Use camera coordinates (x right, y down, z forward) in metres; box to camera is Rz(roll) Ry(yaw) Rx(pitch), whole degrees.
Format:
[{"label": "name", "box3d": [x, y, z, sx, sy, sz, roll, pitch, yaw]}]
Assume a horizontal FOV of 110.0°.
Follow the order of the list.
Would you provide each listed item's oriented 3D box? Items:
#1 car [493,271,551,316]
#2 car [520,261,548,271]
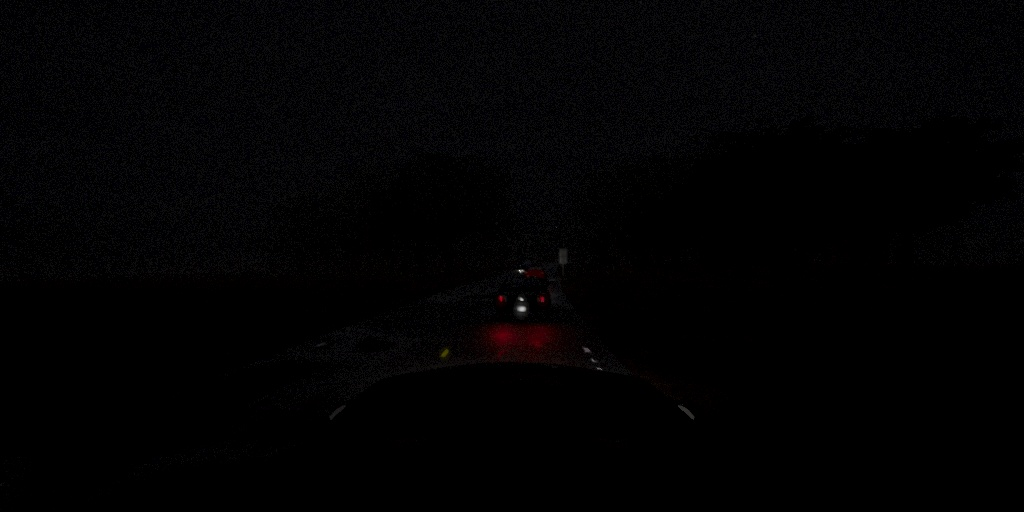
[{"label": "car", "box3d": [0.480, 1.416, 13.629, 1.895, 1.301, 4.718, 0, 0, 4]}, {"label": "car", "box3d": [1.988, 1.433, 29.729, 1.812, 1.442, 4.674, 0, 0, 7]}]
